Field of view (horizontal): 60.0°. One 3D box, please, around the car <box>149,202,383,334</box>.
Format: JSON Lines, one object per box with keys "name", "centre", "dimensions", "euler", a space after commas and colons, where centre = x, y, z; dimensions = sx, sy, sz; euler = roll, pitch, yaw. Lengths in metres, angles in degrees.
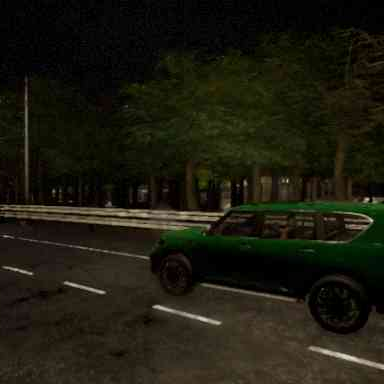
{"name": "car", "centre": [1.654, 1.224, 6.990], "dimensions": [5.566, 2.045, 2.150], "euler": [0, 0, 36]}
